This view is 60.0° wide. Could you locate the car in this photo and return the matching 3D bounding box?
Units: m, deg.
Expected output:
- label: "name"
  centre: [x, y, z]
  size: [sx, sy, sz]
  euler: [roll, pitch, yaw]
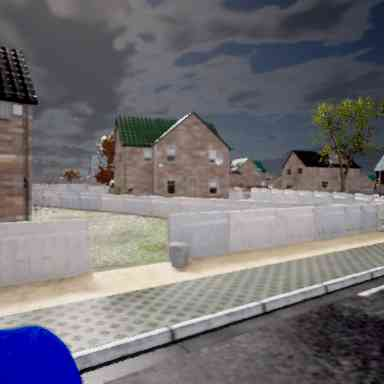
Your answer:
- label: "car"
  centre: [-2.870, 1.488, 1.019]
  size: [5.008, 1.535, 1.882]
  euler: [0, 0, -35]
